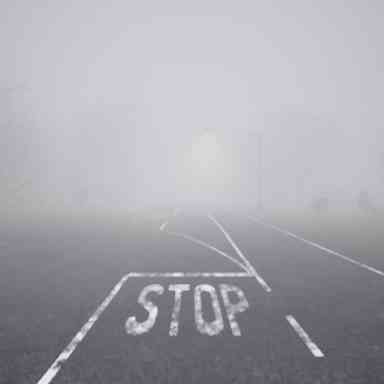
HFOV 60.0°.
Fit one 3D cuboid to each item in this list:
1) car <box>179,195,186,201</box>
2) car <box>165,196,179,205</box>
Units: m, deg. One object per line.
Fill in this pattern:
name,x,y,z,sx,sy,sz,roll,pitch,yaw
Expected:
car,-2.777,1.613,87.794,1.837,1.490,4.892,0,0,6
car,-3.713,1.598,59.717,1.812,1.442,4.674,0,0,-1
